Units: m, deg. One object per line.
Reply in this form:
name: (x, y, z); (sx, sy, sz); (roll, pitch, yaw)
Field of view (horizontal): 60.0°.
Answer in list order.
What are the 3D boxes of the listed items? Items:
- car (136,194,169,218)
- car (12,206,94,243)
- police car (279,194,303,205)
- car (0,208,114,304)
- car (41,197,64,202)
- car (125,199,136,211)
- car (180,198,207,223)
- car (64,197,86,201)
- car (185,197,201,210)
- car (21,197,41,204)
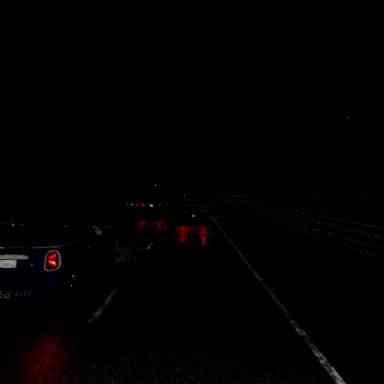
car: (-3.410, 1.224, 30.453); (2.150, 2.045, 5.566); (0, 0, 0)
car: (-6.901, 1.553, 17.318); (2.033, 1.411, 5.357); (0, 0, 0)
police car: (16.049, 1.223, 54.456); (1.930, 1.638, 5.238); (0, -1, -18)
car: (-3.400, 1.356, 8.294); (2.097, 1.767, 4.553); (0, 0, 0)
car: (-21.064, 1.469, 51.924); (1.882, 1.535, 5.008); (0, 0, 0)
car: (-6.898, 1.545, 40.688); (2.033, 1.411, 5.357); (0, 0, 0)
car: (0.100, 1.481, 25.367); (1.882, 1.535, 5.008); (0, 0, 0)
car: (-17.564, 1.538, 51.962); (2.033, 1.411, 5.357); (0, 0, 1)
car: (0.102, 1.472, 42.872); (1.882, 1.535, 5.008); (0, 0, 0)
car: (-24.556, 1.539, 51.951); (2.033, 1.411, 5.357); (0, 0, 1)
